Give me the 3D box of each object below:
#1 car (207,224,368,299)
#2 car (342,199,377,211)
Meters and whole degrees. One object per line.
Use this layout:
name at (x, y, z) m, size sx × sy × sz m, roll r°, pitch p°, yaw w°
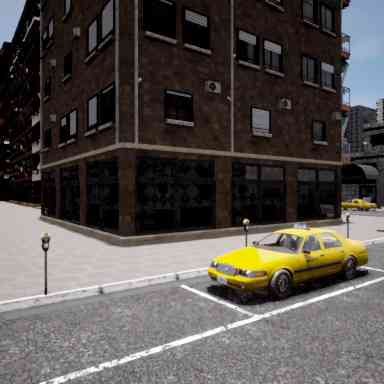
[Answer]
car at (2.594, 1.525, 8.416) m, size 4.829 × 1.417 × 1.752 m, roll 0°, pitch 0°, yaw -36°
car at (19.270, 1.469, 39.636) m, size 1.752 × 1.417 × 4.829 m, roll 0°, pitch 0°, yaw -35°
